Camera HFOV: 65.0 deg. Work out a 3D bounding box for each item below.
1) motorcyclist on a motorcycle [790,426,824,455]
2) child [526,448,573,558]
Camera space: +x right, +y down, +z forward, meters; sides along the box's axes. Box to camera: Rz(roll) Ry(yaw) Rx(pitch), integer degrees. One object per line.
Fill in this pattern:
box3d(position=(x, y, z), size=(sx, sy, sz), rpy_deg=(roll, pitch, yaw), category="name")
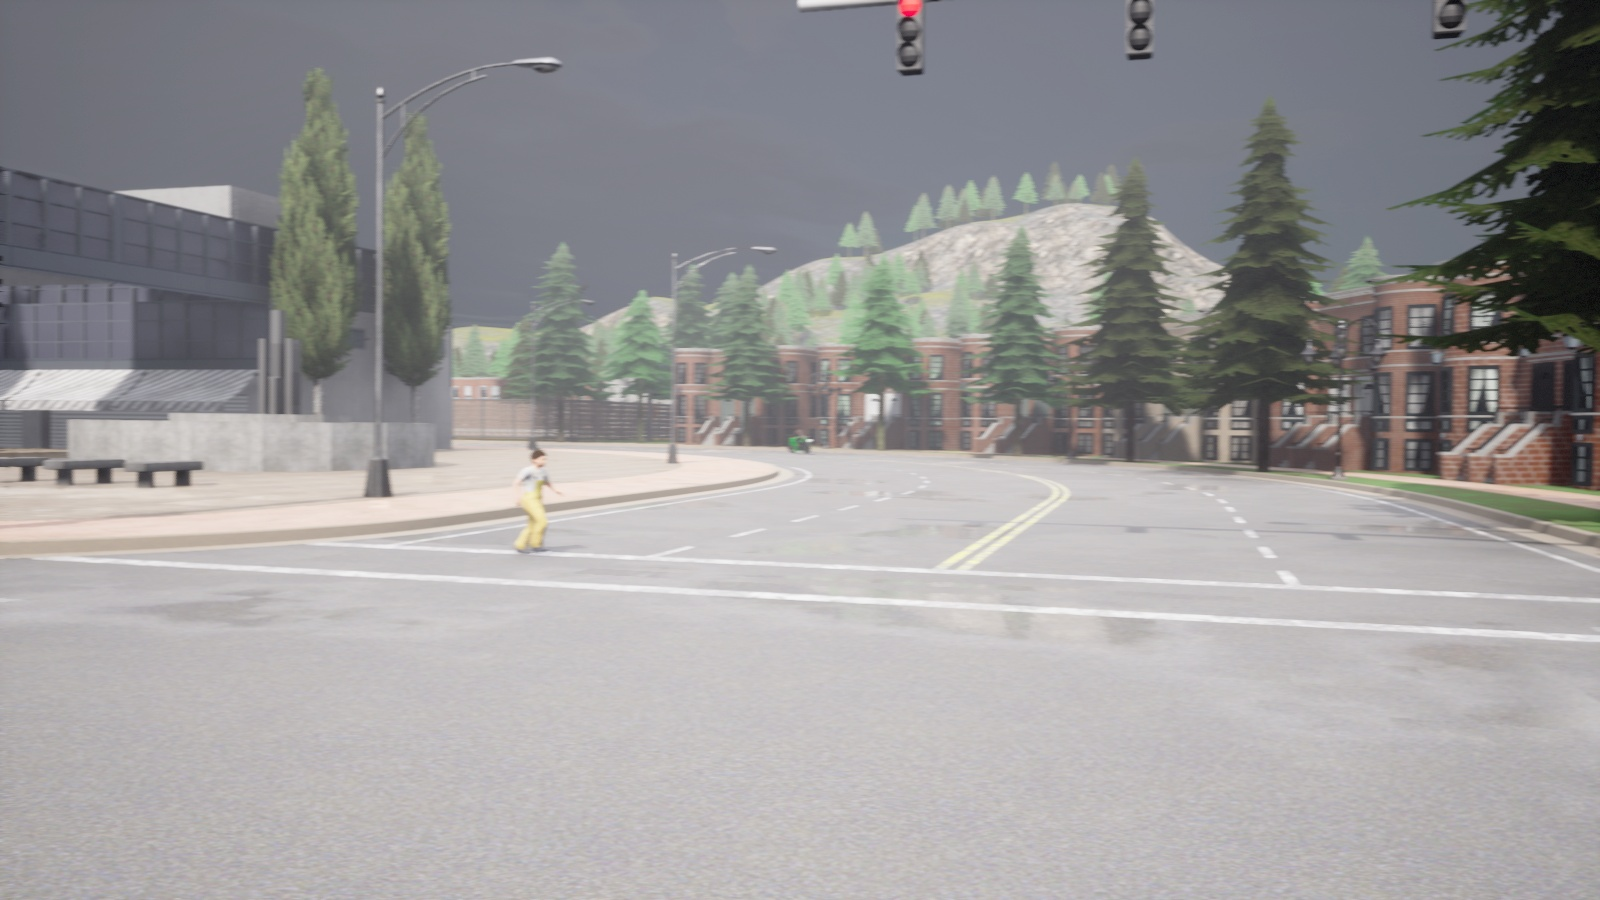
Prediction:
box3d(position=(0.381, -0.519, 67.549), size=(0.797, 1.523, 2.044), rpy_deg=(-2, 2, -35), category="motorcyclist on a motorcycle")
box3d(position=(-2.914, 0.613, 14.621), size=(0.437, 1.263, 0.270), rpy_deg=(0, 1, 19), category="child")
